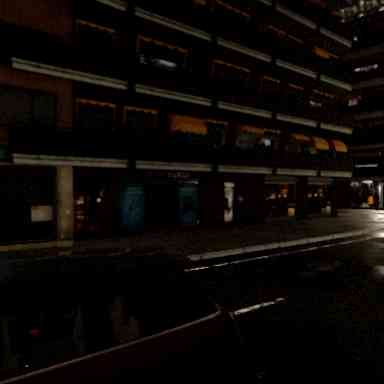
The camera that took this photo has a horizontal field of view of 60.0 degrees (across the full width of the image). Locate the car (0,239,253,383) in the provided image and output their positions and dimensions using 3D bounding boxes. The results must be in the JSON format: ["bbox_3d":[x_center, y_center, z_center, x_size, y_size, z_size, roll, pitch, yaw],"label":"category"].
[{"bbox_3d":[-1.707,1.354,2.503,4.553,1.767,2.097,0,0,-36],"label":"car"}]
